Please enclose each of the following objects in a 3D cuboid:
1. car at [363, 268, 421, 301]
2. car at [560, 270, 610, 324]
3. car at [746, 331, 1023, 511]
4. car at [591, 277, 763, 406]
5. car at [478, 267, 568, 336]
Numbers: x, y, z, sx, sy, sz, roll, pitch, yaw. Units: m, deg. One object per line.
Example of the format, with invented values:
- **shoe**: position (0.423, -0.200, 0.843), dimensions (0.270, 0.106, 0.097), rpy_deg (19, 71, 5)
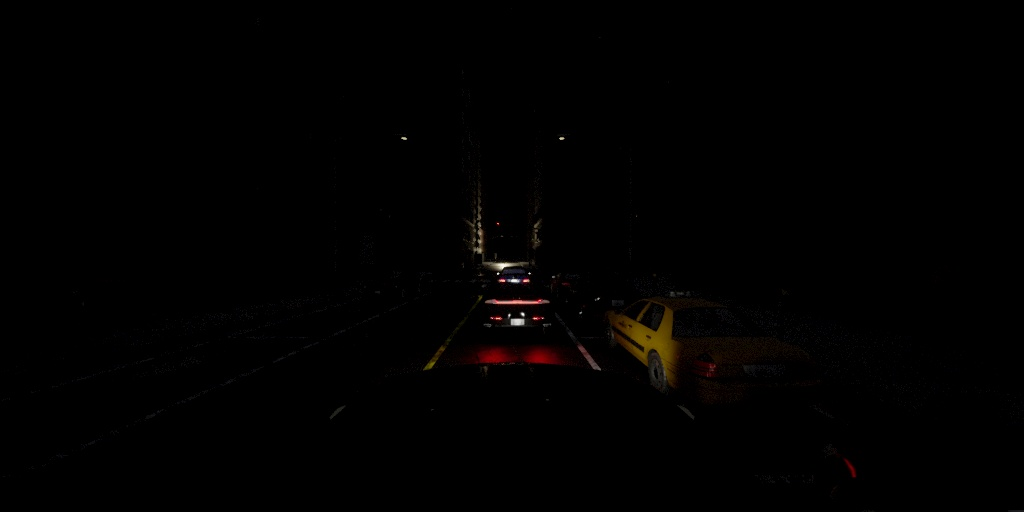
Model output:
- **car**: position (-5.663, 1.290, 17.388), dimensions (1.888, 1.381, 4.507), rpy_deg (0, 0, 0)
- **car**: position (2.879, 1.312, 11.800), dimensions (1.948, 1.339, 4.313), rpy_deg (0, 0, 0)
- **car**: position (2.872, 1.301, 0.628), dimensions (2.007, 1.370, 4.403), rpy_deg (0, 0, 0)
- **car**: position (2.876, 1.274, 6.384), dimensions (1.751, 1.417, 4.829), rpy_deg (0, 0, 0)
- **car**: position (0.107, 1.239, 10.326), dimensions (2.128, 1.511, 4.902), rpy_deg (0, 0, 0)
